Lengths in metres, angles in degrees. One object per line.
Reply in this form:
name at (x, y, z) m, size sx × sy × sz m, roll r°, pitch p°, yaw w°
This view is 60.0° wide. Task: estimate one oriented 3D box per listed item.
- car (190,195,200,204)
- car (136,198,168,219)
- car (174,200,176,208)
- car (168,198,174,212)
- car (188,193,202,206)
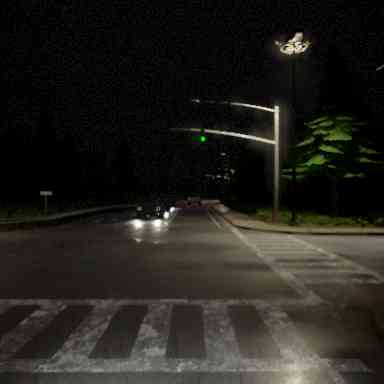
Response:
car at (0.729, 1.500, 67.980) m, size 1.882 × 1.535 × 5.008 m, roll 0°, pitch 0°, yaw 2°
car at (-3.563, 1.362, 29.416) m, size 2.097 × 1.767 × 4.553 m, roll 0°, pitch 0°, yaw 0°
car at (-3.433, 1.580, 49.366) m, size 1.994 × 1.385 × 4.181 m, roll 0°, pitch 0°, yaw 1°
car at (-3.536, 1.518, 39.287) m, size 1.837 × 1.490 × 4.892 m, roll 0°, pitch 0°, yaw 0°
car at (0.431, 1.242, 56.938) m, size 2.150 × 2.045 × 5.566 m, roll 0°, pitch 0°, yaw 2°
